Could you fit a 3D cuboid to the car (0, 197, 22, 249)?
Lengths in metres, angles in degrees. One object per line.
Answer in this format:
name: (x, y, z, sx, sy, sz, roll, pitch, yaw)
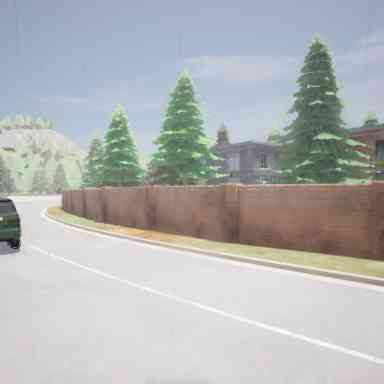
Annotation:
car: (-8.761, 1.220, 13.849, 2.150, 2.045, 5.566, 0, 0, -40)
